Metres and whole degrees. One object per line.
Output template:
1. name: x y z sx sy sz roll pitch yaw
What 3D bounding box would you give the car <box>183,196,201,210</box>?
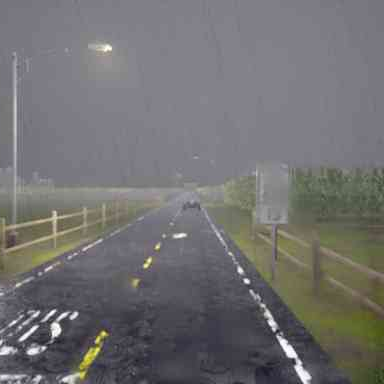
1. car: -0.035 1.214 39.837 2.097 1.767 4.553 0 0 0

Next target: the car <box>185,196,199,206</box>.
1. car: -0.041 1.383 50.367 1.994 1.385 4.181 0 0 0
